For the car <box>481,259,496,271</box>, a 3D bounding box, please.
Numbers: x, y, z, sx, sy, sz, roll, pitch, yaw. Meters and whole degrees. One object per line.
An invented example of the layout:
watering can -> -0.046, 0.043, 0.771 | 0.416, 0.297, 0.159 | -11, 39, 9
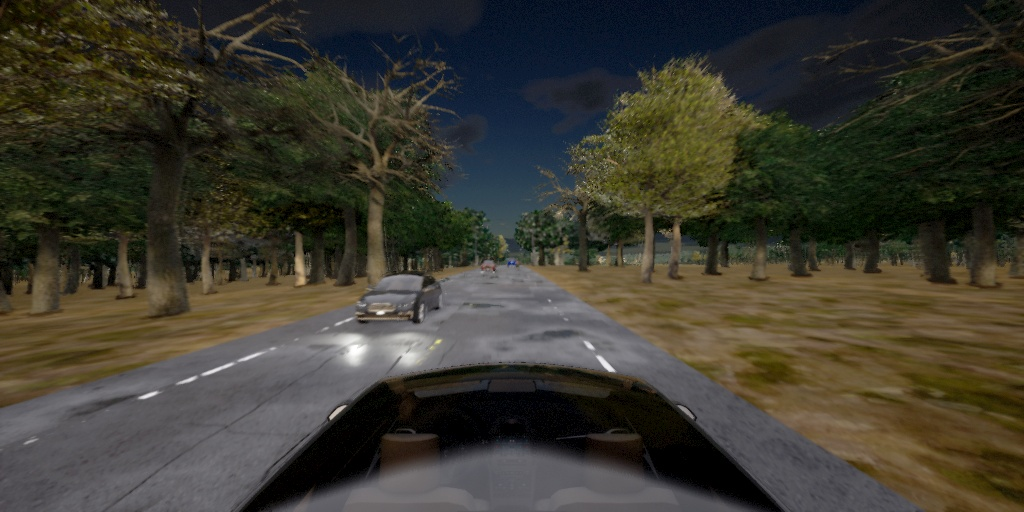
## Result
car -> -3.533, 1.387, 54.712 | 2.097, 1.767, 4.553 | 0, 0, 1

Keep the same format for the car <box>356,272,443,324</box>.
car -> -3.595, 1.314, 12.251 | 1.837, 1.490, 4.892 | 0, 0, 0

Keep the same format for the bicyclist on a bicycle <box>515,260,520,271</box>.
bicyclist on a bicycle -> 0.974, 1.484, 54.287 | 0.582, 1.620, 1.656 | 0, -1, 0
